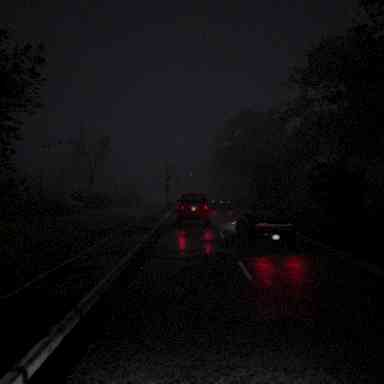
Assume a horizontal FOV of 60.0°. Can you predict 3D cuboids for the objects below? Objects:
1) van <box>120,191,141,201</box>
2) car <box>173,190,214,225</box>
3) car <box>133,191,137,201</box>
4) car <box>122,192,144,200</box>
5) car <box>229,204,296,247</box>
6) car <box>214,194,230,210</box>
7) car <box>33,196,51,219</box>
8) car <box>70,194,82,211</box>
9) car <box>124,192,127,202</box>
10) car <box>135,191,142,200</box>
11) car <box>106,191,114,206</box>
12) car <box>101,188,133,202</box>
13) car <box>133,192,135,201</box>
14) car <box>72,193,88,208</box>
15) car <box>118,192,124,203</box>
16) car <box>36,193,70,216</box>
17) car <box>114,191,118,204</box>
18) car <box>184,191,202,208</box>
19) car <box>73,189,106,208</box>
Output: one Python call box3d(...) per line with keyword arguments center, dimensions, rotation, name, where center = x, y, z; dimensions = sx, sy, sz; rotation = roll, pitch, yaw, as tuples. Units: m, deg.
box3d(center=(-13.607, 0.873, 73.771), dimensions=(4.442, 1.987, 1.878), rotation=(-1, 0, -19), name="van")
box3d(center=(0.100, 1.078, 22.964), dimensions=(2.150, 2.045, 5.566), rotation=(0, 1, 0), name="car")
box3d(center=(-13.774, 1.158, 64.703), dimensions=(4.674, 1.452, 2.002), rotation=(-1, 0, -20), name="car")
box3d(center=(-13.632, 0.968, 76.749), dimensions=(4.553, 1.767, 2.185), rotation=(-1, 0, -19), name="car")
box3d(center=(3.100, 1.426, 14.690), dimensions=(2.128, 1.511, 4.902), rotation=(0, 0, 0), name="car")
box3d(center=(3.100, 1.081, 37.492), dimensions=(2.097, 1.767, 4.553), rotation=(0, 0, 0), name="car")
box3d(center=(-13.790, 1.349, 25.704), dimensions=(4.792, 1.488, 2.163), rotation=(-1, 0, -20), name="car")
box3d(center=(-13.638, 1.259, 31.759), dimensions=(5.366, 1.575, 1.946), rotation=(-1, 0, -20), name="car")
box3d(center=(-13.822, 1.167, 55.682), dimensions=(4.792, 1.488, 2.163), rotation=(-1, 0, -20), name="car")
box3d(center=(-13.794, 0.861, 67.699), dimensions=(5.566, 2.045, 2.435), rotation=(-1, 0, -20), name="car")
box3d(center=(-13.774, 1.041, 46.702), dimensions=(4.553, 1.767, 2.185), rotation=(-1, 1, -20), name="car")
box3d(center=(-13.823, 0.880, 58.685), dimensions=(5.566, 2.045, 2.435), rotation=(-1, 0, -20), name="car")
box3d(center=(-13.963, 1.124, 61.636), dimensions=(5.366, 1.575, 1.946), rotation=(-1, 0, -20), name="car")
box3d(center=(-13.984, 1.241, 34.625), dimensions=(5.366, 1.575, 1.946), rotation=(-1, 1, -20), name="car")
box3d(center=(-13.806, 1.148, 52.698), dimensions=(4.892, 1.521, 2.231), rotation=(-1, 0, -20), name="car")
box3d(center=(-13.794, 1.041, 28.705), dimensions=(5.566, 2.045, 2.435), rotation=(-1, 0, -20), name="car")
box3d(center=(-13.834, 1.031, 49.687), dimensions=(4.553, 1.767, 2.185), rotation=(-1, 0, -20), name="car")
box3d(center=(0.100, 0.916, 42.955), dimensions=(2.150, 2.045, 5.566), rotation=(0, 0, 0), name="car")
box3d(center=(-13.834, 0.948, 40.674), dimensions=(5.566, 2.045, 2.435), rotation=(-1, 1, -20), name="car")
